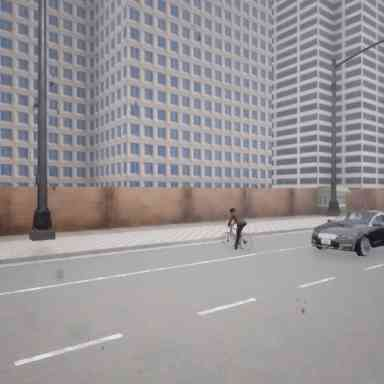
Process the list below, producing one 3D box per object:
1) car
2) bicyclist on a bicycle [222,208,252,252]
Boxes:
[{"bbox_3d":[6.704,1.490,13.119,4.902,1.511,2.128,0,0,-36],"label":"car"},{"bbox_3d":[1.713,1.454,12.901,0.582,1.620,1.656,0,-2,-36],"label":"bicyclist on a bicycle"}]
